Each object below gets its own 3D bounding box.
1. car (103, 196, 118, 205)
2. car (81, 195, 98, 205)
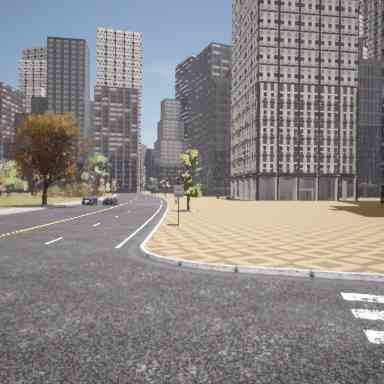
[{"bbox_3d":[-13.045,1.411,53.493,1.994,1.385,4.181,0,0,-4],"label":"car"},{"bbox_3d":[-16.285,1.310,53.244,2.128,1.511,4.902,0,0,-4],"label":"car"}]
